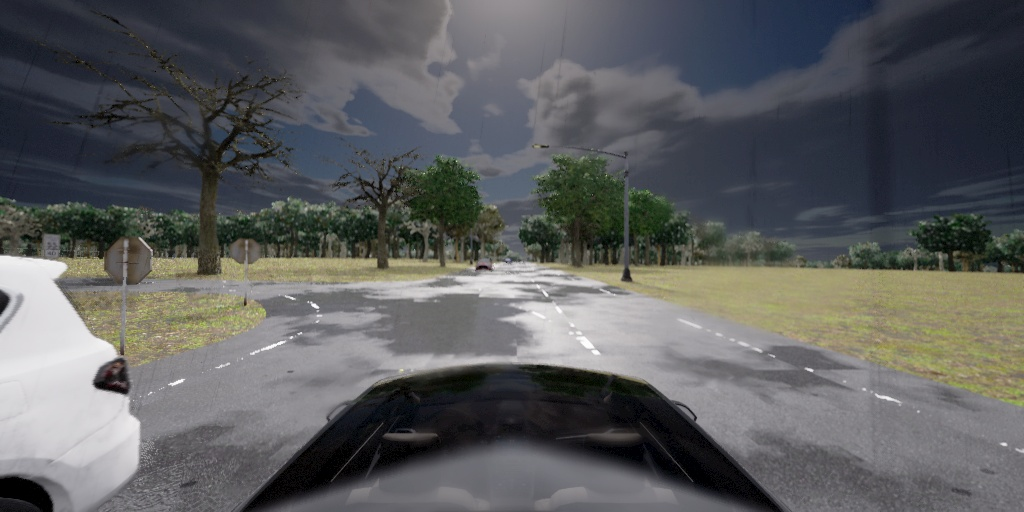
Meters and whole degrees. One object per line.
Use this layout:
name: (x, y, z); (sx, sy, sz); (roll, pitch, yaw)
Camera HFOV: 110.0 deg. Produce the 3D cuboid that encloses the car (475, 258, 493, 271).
car: (-3.703, 1.123, 48.037); (2.097, 1.767, 4.553); (0, 0, 0)
